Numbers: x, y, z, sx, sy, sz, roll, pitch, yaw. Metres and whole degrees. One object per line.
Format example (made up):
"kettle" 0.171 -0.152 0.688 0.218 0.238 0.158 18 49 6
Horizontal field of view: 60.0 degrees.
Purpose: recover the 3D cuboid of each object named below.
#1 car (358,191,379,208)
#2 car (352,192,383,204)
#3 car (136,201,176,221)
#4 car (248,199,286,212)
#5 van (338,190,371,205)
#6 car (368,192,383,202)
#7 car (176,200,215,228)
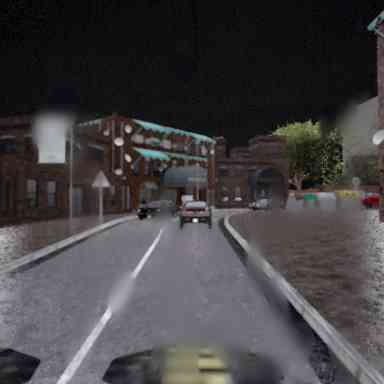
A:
"car" 21.038 0.741 35.855 2.435 2.045 5.566 -3 -1 -12
"car" 26.462 0.897 49.575 2.231 1.521 4.892 -3 -1 -12
"car" -2.417 1.318 24.255 1.895 1.301 4.718 0 0 12
"car" 8.573 1.415 36.307 5.357 1.411 2.033 0 -1 -33
"van" 23.745 0.825 48.879 1.878 1.987 4.442 -3 -1 -12
"car" 29.190 0.773 50.148 2.002 1.452 4.674 -3 -1 -12
"car" 0.312 1.255 20.121 1.837 1.490 4.892 0 0 3
